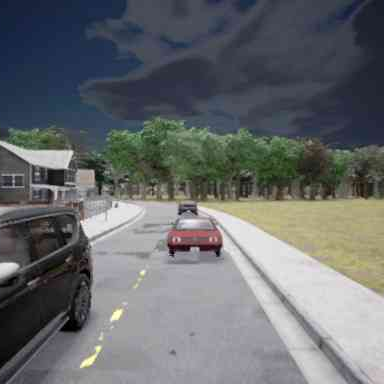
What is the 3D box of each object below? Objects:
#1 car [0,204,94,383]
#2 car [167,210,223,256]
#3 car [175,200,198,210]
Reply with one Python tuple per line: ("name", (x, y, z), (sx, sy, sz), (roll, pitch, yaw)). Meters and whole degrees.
("car", (-2.851, 1.224, 3.923), (2.150, 2.045, 5.566), (0, 0, 0))
("car", (0.098, 1.610, 13.218), (1.895, 1.301, 4.718), (0, 0, 0))
("car", (-0.521, 1.524, 33.092), (1.837, 1.490, 4.892), (0, 0, -5))
